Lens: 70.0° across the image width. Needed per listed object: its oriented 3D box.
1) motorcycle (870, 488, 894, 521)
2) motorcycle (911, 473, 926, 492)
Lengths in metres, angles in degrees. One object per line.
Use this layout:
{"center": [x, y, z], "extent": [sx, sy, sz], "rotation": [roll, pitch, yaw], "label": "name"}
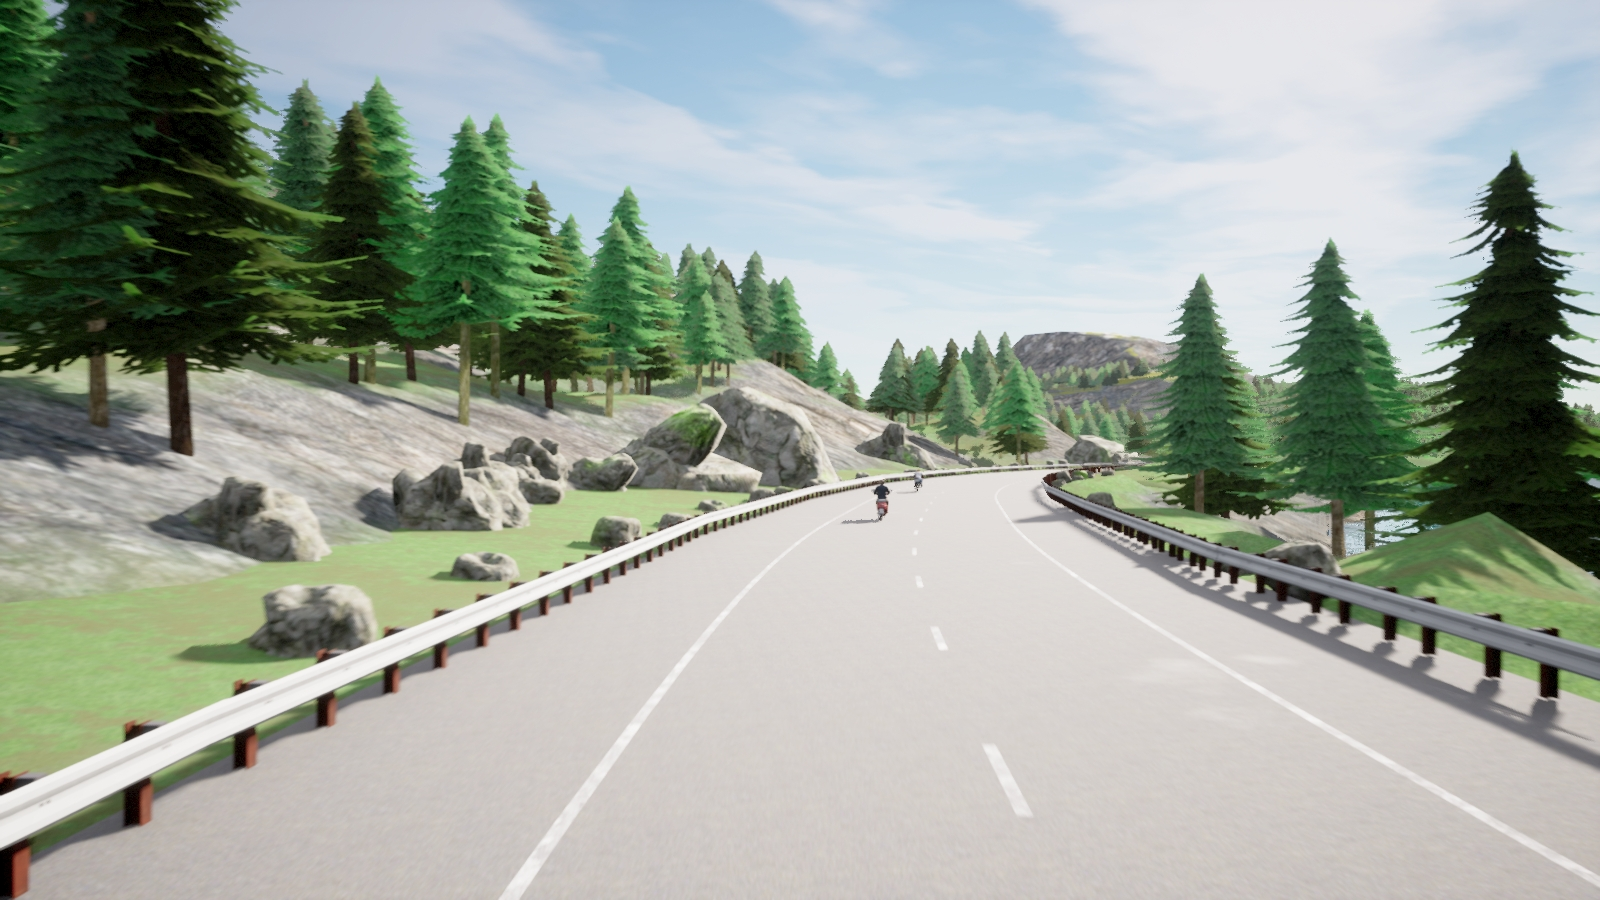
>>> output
{"center": [3.314, 2.183, 46.063], "extent": [0.856, 1.236, 1.805], "rotation": [0, 0, 7], "label": "motorcycle"}
{"center": [7.941, 2.180, 76.493], "extent": [0.803, 1.217, 2.033], "rotation": [1, 0, 11], "label": "motorcycle"}
